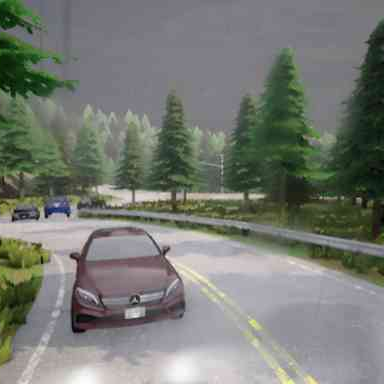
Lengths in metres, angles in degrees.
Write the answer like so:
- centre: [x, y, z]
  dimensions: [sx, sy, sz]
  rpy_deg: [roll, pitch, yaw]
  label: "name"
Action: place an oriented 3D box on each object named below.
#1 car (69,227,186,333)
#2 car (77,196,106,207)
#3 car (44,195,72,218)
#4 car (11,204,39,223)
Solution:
- centre: [-1.534, 1.527, 7.120]
  dimensions: [1.812, 1.442, 4.674]
  rpy_deg: [-2, 0, -17]
  label: "car"
- centre: [-12.796, 1.315, 42.832]
  dimensions: [2.097, 1.767, 4.553]
  rpy_deg: [2, 2, 13]
  label: "car"
- centre: [-12.896, 1.345, 32.140]
  dimensions: [2.150, 2.045, 5.566]
  rpy_deg: [-1, 0, -18]
  label: "car"
- centre: [-14.016, 1.762, 28.018]
  dimensions: [1.994, 1.385, 4.181]
  rpy_deg: [-2, 1, -24]
  label: "car"
